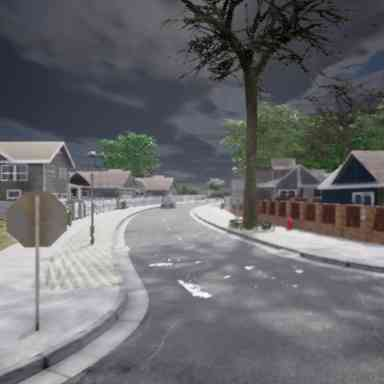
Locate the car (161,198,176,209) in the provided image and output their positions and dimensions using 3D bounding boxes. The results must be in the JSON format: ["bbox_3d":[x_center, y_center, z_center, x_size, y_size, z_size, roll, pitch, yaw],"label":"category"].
[{"bbox_3d":[-3.572,1.735,51.249,1.837,1.490,4.892,-1,0,6],"label":"car"}]
